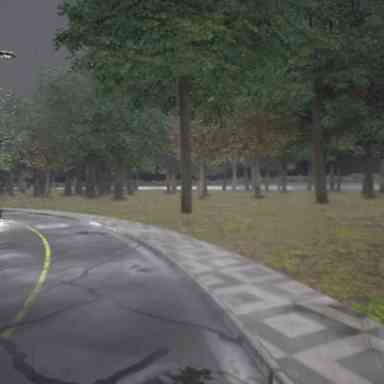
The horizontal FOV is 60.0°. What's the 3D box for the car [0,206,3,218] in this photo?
[{"bbox_3d":[-16.544,1.282,26.033,4.902,1.511,2.128,1,1,39],"label":"car"}]
